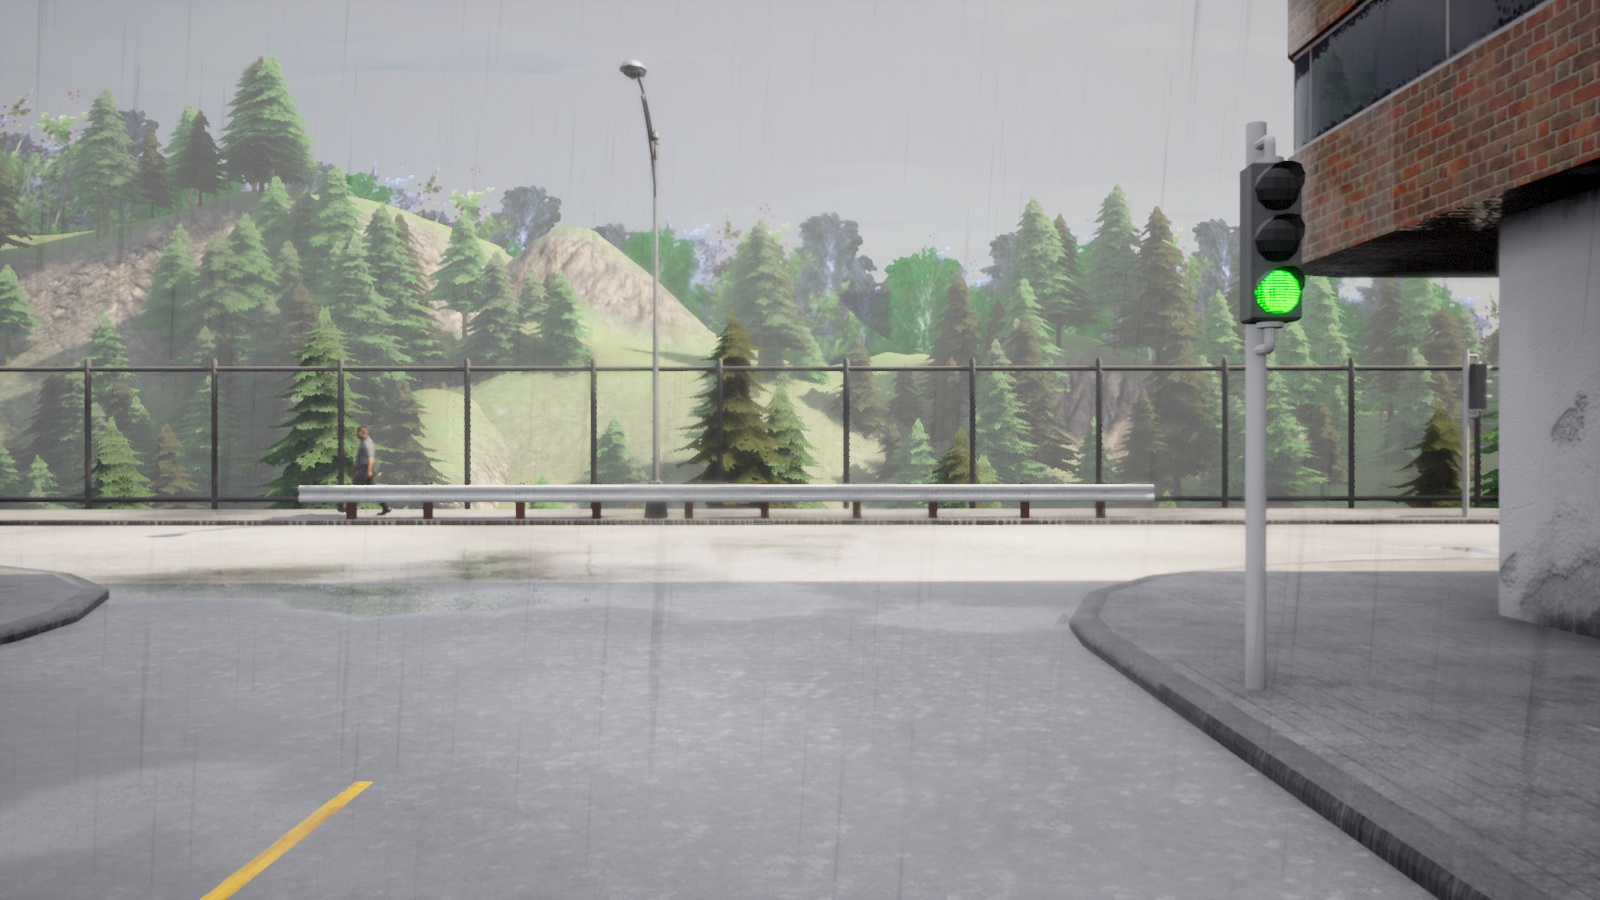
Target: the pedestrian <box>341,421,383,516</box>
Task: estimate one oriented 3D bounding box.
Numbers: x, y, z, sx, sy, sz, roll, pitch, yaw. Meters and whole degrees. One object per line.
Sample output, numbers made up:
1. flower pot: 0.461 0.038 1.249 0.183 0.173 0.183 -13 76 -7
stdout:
1. pedestrian: -8.624 0.362 24.729 0.694 1.848 0.540 0 0 -10
